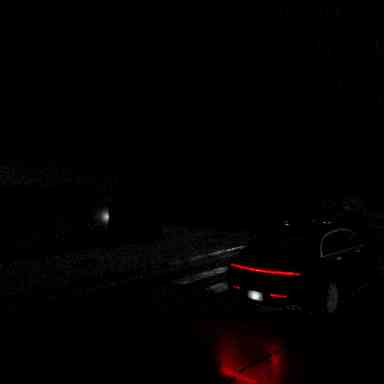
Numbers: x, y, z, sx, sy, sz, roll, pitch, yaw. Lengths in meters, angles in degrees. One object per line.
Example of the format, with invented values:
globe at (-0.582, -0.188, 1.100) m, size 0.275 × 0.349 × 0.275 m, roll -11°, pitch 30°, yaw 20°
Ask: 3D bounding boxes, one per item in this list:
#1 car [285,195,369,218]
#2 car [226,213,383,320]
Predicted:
car at (6.277, 1.186, 15.236) m, size 2.150 × 2.045 × 5.566 m, roll -3°, pitch -2°, yaw 45°
car at (2.764, 1.468, 7.440) m, size 1.837 × 1.490 × 4.892 m, roll -2°, pitch 0°, yaw 44°
